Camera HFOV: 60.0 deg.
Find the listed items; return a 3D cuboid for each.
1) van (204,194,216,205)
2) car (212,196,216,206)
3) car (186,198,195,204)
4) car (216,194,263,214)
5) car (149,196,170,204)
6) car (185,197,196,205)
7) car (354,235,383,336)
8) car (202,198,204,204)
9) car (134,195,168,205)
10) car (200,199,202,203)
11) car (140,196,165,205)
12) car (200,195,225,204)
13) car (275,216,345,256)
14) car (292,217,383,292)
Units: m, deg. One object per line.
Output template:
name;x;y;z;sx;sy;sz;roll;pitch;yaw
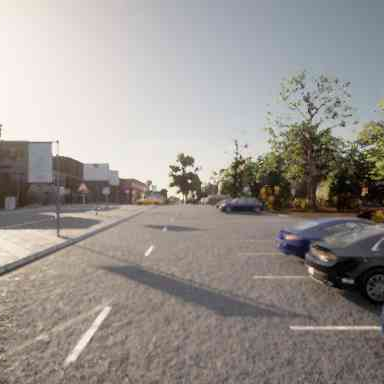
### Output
van;4.774;1.396;59.024;4.442;1.987;1.878;0;-1;0
car;5.043;1.520;38.228;4.674;1.452;2.002;0;0;0
car;-0.401;2.131;78.623;1.895;1.301;4.718;0;-2;2
car;5.116;1.353;35.058;4.553;1.767;2.185;0;0;0
car;-7.545;1.945;77.658;4.553;1.767;2.185;0;-2;-1
car;-0.285;1.824;68.172;1.837;1.490;4.892;0;-1;-1
car;5.091;1.480;4.172;5.008;1.535;2.097;0;0;0
car;5.051;1.666;61.816;5.366;1.575;1.946;0;-1;0
car;-7.567;1.624;59.560;5.366;1.575;1.946;0;-1;0
car;4.764;1.603;70.196;5.566;2.045;2.435;0;-2;-1
car;-7.377;1.551;62.481;4.553;1.767;2.185;0;-1;-1
car;4.692;1.762;75.656;5.566;2.045;2.435;0;-2;-1
car;5.082;1.520;10.722;4.674;1.452;2.002;0;0;0
car;5.079;1.481;7.446;4.892;1.521;2.231;0;0;0
